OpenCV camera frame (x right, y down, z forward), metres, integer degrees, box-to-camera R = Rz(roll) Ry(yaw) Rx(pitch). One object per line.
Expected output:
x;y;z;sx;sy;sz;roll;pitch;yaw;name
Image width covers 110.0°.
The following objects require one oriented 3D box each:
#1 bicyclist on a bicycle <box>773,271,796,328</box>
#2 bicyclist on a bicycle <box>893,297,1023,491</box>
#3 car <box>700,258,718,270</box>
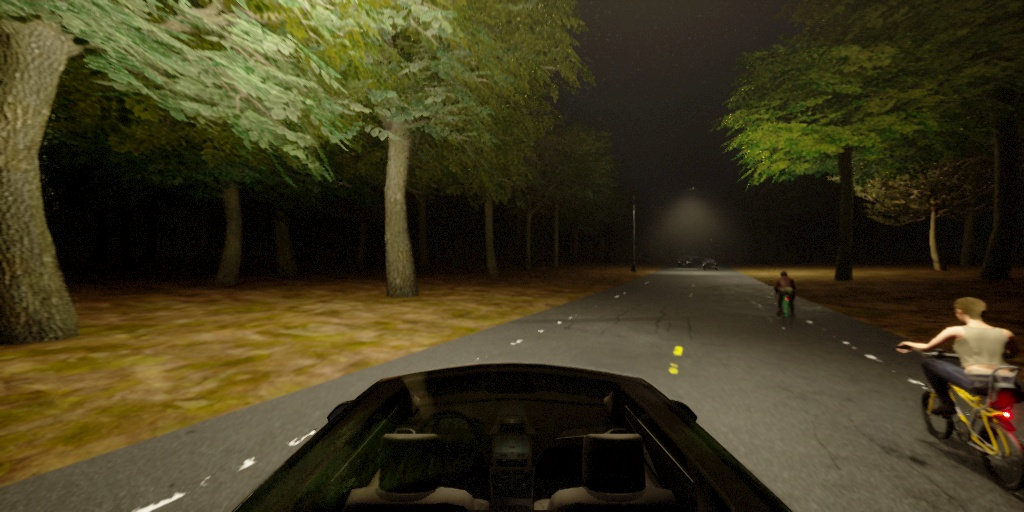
8.241;1.290;10.818;0.582;1.620;1.656;0;-1;28;bicyclist on a bicycle
4.483;1.204;3.552;0.866;1.612;1.509;0;-1;27;bicyclist on a bicycle
29.650;1.299;53.723;2.128;1.511;4.902;0;0;28;car
